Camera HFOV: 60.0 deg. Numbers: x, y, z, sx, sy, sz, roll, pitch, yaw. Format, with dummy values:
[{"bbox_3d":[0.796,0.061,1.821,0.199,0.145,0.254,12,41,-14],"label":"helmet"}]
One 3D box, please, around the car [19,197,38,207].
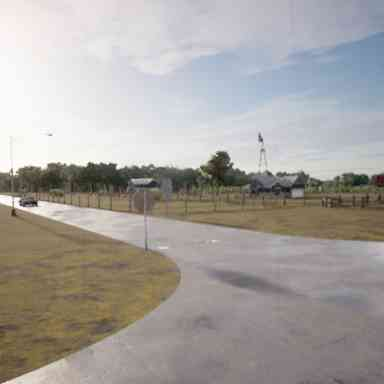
[{"bbox_3d":[-23.028,1.345,46.775,1.895,1.301,4.718,-2,1,-35],"label":"car"}]
